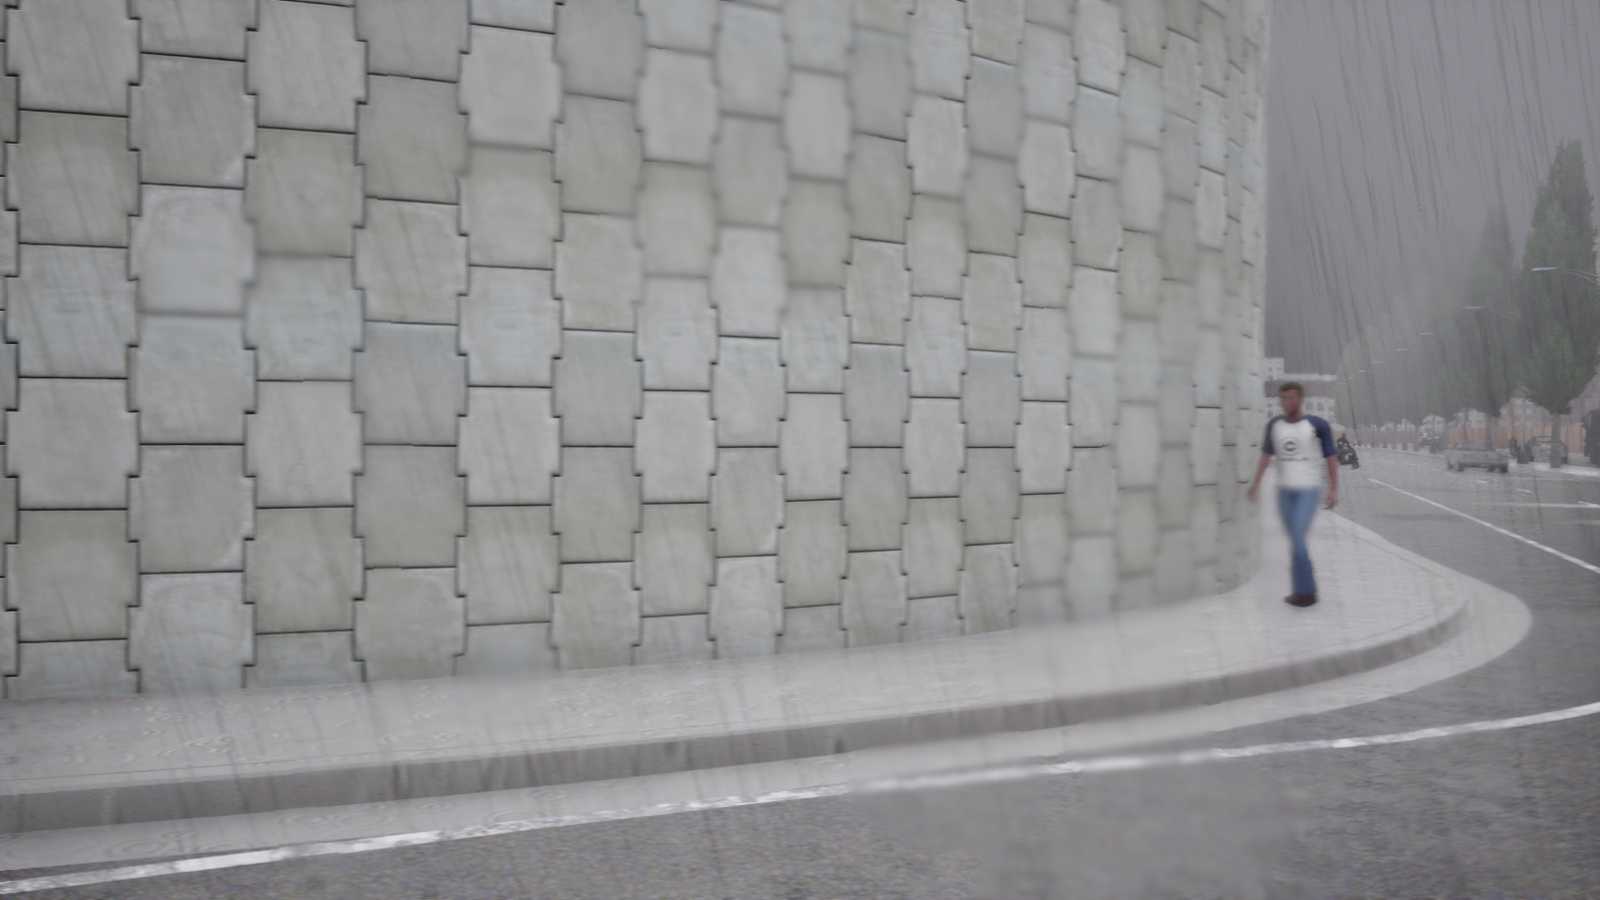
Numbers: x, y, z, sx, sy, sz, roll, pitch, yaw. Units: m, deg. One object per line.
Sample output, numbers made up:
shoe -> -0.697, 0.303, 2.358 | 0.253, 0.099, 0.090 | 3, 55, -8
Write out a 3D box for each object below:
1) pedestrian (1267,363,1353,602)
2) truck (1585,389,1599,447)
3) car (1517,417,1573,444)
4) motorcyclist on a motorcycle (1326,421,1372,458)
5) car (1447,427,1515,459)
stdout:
pedestrian -> 4.067, 0.247, 10.007 | 0.706, 1.836, 0.354 | -1, 1, -42
truck -> 48.724, -1.910, 73.758 | 2.891, 3.462, 7.936 | 0, 1, 20
car -> 47.063, -1.223, 79.431 | 2.152, 1.651, 5.027 | 0, 1, 20
motorcyclist on a motorcycle -> 24.122, -0.477, 55.224 | 0.866, 1.590, 1.817 | -3, 2, -17
car -> 29.555, -0.331, 54.621 | 1.895, 1.301, 4.718 | 0, 1, 20
